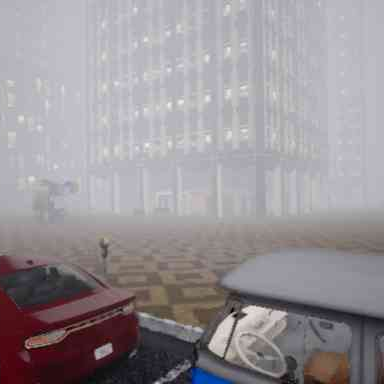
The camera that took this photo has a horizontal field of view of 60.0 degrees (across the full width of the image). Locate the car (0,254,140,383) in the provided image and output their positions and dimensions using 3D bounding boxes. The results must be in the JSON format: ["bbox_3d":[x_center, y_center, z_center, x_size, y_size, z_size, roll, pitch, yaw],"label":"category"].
[{"bbox_3d":[-2.771,1.606,4.879,4.507,1.381,1.887,-1,-1,35],"label":"car"}]

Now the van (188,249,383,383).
[{"bbox_3d":[1.793,1.332,1.746,3.998,1.788,1.690,-1,-1,35],"label":"van"}]
